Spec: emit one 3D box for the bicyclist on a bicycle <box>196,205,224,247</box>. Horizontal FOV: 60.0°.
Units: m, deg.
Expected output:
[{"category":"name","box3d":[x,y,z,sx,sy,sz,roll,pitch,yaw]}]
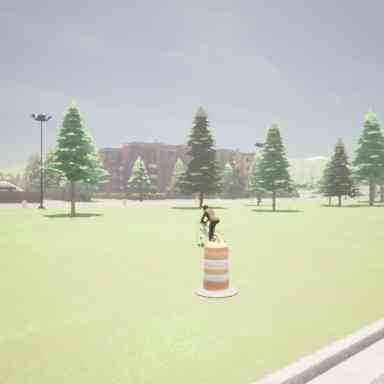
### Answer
[{"category":"bicyclist on a bicycle","box3d":[0.634,1.303,12.418,0.582,1.620,1.656,0,-2,-37]}]
